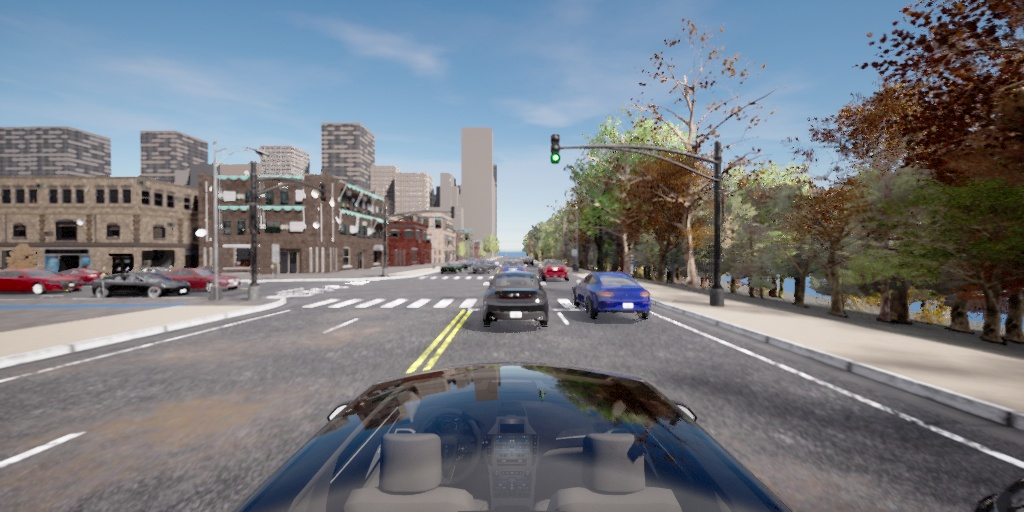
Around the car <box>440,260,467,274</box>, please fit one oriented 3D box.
[{"bbox_3d":[-6.593,1.300,39.706,1.895,1.301,4.718,0,0,3],"label":"car"}]

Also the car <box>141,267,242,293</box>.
[{"bbox_3d":[-19.404,1.468,22.102,4.674,1.442,1.812,-1,1,-1],"label":"car"}]

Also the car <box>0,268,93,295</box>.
[{"bbox_3d":[-29.634,1.537,22.109,5.008,1.535,1.882,-1,1,0],"label":"car"}]

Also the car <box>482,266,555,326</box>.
[{"bbox_3d":[0.099,1.243,11.565,1.837,1.490,4.892,0,0,0],"label":"car"}]

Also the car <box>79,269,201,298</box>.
[{"bbox_3d":[-19.948,1.545,19.391,4.313,1.339,1.948,0,0,0],"label":"car"}]

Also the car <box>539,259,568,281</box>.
[{"bbox_3d":[3.349,1.066,29.829,2.097,1.767,4.553,0,0,0],"label":"car"}]

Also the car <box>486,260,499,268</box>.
[{"bbox_3d":[-3.259,1.270,60.079,1.895,1.301,4.718,0,0,0],"label":"car"}]

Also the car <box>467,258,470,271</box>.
[{"bbox_3d":[-6.581,1.286,48.876,1.895,1.301,4.718,0,0,0],"label":"car"}]

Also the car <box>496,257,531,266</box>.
[{"bbox_3d":[0.100,1.068,27.909,2.097,1.767,4.553,0,0,0],"label":"car"}]

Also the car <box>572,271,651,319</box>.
[{"bbox_3d":[3.348,1.262,12.641,1.812,1.442,4.674,0,0,0],"label":"car"}]

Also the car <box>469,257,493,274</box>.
[{"bbox_3d":[-3.369,1.203,40.105,1.837,1.490,4.892,0,0,-2],"label":"car"}]

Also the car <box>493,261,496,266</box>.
[{"bbox_3d":[-3.328,1.248,50.061,1.994,1.385,4.181,0,0,0],"label":"car"}]
